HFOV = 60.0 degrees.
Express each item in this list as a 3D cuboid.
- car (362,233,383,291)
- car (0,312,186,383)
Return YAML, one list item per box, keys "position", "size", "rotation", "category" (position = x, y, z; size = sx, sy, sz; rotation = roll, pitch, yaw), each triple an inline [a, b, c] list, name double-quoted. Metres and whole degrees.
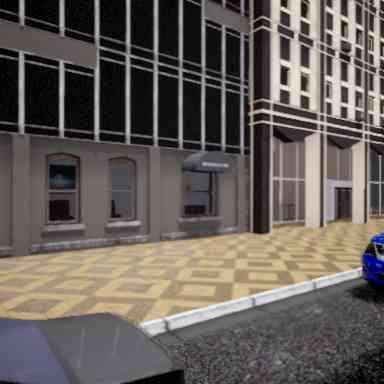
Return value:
- position: [6.308, 1.225, 7.859]
  size: [5.566, 2.045, 2.150]
  rotation: [0, 0, -35]
  category: "car"
- position: [-2.478, 1.546, 1.613]
  size: [5.357, 1.411, 2.033]
  rotation: [0, 0, -35]
  category: "car"
